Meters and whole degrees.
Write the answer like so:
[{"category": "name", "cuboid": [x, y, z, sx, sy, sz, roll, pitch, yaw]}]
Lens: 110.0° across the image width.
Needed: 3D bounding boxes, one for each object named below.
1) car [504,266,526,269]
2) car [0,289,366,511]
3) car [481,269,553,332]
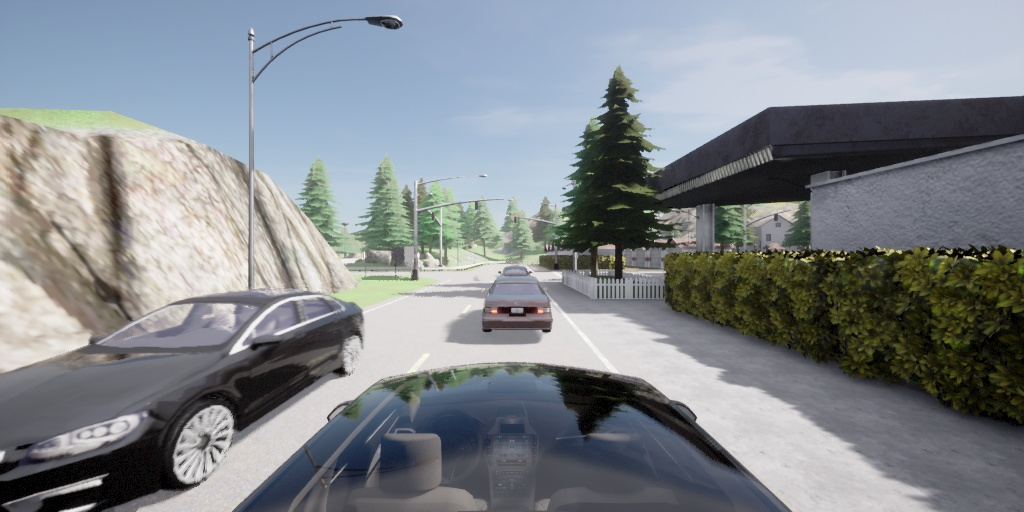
[{"category": "car", "cuboid": [0.181, 1.276, 20.358, 1.812, 1.442, 4.674, 0, 0, 0]}, {"category": "car", "cuboid": [-3.588, 1.241, 4.638, 2.128, 1.511, 4.902, 0, 0, 0]}, {"category": "car", "cuboid": [0.136, 1.297, 10.772, 2.033, 1.411, 5.357, 0, 0, 0]}]
